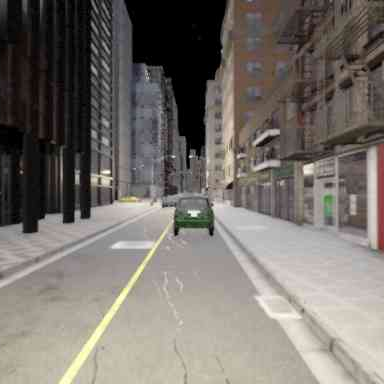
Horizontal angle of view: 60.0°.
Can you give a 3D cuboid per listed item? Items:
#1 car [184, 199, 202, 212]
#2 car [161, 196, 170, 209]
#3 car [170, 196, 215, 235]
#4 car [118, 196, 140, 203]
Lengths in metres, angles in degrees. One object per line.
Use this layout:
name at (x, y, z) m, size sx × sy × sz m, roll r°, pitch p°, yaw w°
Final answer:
car at (0.097, 1.561, 40.789) m, size 2.033 × 1.411 × 5.357 m, roll 0°, pitch 0°, yaw 0°
car at (-3.011, 1.363, 45.916) m, size 2.097 × 1.767 × 4.553 m, roll 0°, pitch 0°, yaw 0°
car at (0.100, 1.231, 19.105) m, size 2.150 × 2.045 × 5.566 m, roll 0°, pitch 0°, yaw 0°
car at (-14.394, 1.694, 76.228) m, size 4.829 × 1.417 × 1.752 m, roll -1°, pitch 0°, yaw 0°
